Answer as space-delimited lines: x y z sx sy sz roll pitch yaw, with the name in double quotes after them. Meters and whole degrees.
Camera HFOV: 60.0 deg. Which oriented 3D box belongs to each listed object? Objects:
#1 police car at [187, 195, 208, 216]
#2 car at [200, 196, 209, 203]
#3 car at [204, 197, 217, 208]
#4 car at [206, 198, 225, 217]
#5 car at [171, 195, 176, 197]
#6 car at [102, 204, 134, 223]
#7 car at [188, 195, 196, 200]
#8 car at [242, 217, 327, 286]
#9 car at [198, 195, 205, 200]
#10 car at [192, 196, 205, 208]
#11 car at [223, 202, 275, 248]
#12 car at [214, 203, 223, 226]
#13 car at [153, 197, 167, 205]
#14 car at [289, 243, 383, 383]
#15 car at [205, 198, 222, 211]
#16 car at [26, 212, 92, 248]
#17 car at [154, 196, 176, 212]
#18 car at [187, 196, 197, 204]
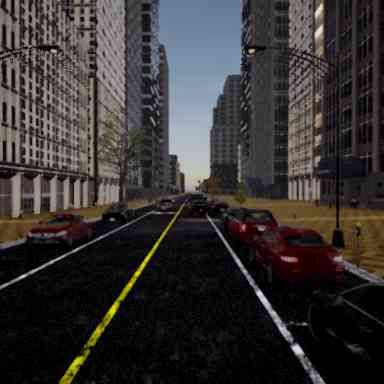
0.591 1.444 33.040 1.930 1.638 5.238 0 0 -5 "police car"
2.652 1.578 71.212 1.887 1.381 4.507 -1 0 0 "car"
2.661 1.551 48.810 1.752 1.417 4.829 -1 0 0 "car"
2.669 1.584 31.713 1.947 1.339 4.313 -1 0 0 "car"
-5.738 1.561 93.591 1.752 1.417 4.829 -1 0 0 "car"
-5.710 1.581 26.064 1.947 1.339 4.313 -1 0 0 "car"
-0.036 1.390 87.020 2.033 1.411 5.357 0 0 0 "car"
2.678 1.588 9.141 1.802 1.307 4.206 -1 0 0 "car"
2.643 1.587 93.783 2.008 1.369 4.403 -1 0 0 "car"
0.879 1.481 49.163 1.801 1.575 5.366 0 0 0 "car"
2.675 1.449 14.784 1.967 1.590 4.097 -1 0 0 "car"
2.674 1.578 20.427 1.947 1.339 4.313 -1 0 0 "car"
-5.724 1.580 59.912 2.008 1.369 4.403 -1 0 0 "car"
2.681 1.568 3.499 1.947 1.339 4.313 -1 0 0 "car"
2.664 1.568 42.998 1.887 1.381 4.507 -1 0 0 "car"
-5.704 1.591 14.781 1.802 1.307 4.206 -1 0 0 "car"
-3.106 1.547 39.296 1.812 1.442 4.674 0 0 0 "car"
-0.028 1.503 66.324 1.882 1.535 5.008 0 0 0 "car"
